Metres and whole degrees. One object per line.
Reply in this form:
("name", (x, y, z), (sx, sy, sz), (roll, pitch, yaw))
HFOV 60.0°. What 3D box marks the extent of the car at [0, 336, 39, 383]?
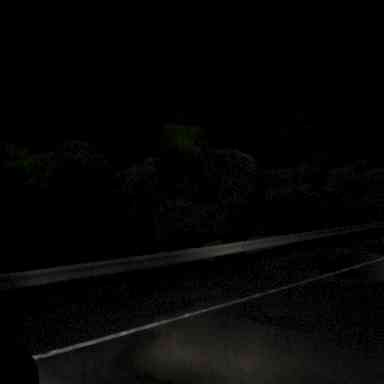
("car", (-3.361, 1.495, 1.415), (5.008, 1.535, 1.882), (-1, 0, -35))
